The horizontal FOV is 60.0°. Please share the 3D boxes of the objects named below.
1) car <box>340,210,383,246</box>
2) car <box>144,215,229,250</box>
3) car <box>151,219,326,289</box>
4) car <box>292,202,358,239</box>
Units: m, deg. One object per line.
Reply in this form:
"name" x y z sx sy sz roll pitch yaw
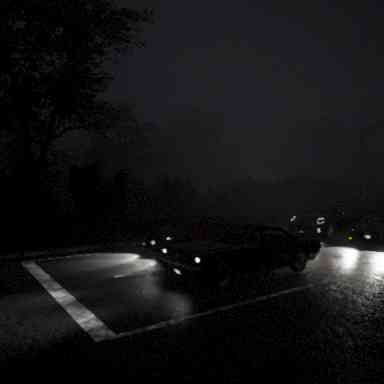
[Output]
"car" 8.622 1.610 14.453 4.181 1.385 1.994 0 0 -36
"car" 0.268 1.586 12.781 4.181 1.385 1.994 0 0 -35
"car" 1.453 1.620 9.330 4.718 1.301 1.895 0 0 -36
"car" 7.271 1.400 17.776 4.553 1.767 2.097 0 0 -36
